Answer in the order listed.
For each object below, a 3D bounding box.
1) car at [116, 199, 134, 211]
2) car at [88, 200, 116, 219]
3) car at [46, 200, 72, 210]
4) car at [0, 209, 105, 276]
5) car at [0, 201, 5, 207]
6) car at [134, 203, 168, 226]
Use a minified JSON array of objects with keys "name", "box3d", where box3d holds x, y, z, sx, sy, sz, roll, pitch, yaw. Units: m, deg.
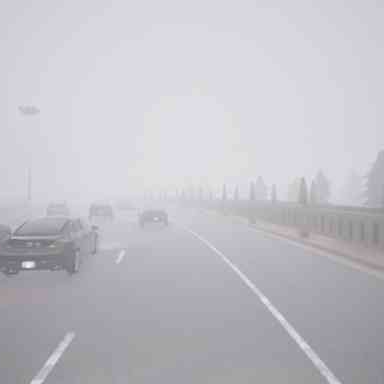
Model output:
[{"name":"car","box3d":[-8.235,1.525,40.099,1.994,1.385,4.181,0,0,-22]},{"name":"car","box3d":[-7.851,1.458,28.603,1.882,1.535,5.008,0,0,-16]},{"name":"car","box3d":[-11.867,1.486,29.804,2.128,1.511,4.902,0,0,-17]},{"name":"car","box3d":[-4.177,1.503,10.429,1.837,1.490,4.892,0,0,-6]},{"name":"car","box3d":[-22.350,1.587,37.481,1.994,1.385,4.181,0,0,-23]},{"name":"car","box3d":[-2.772,1.495,23.025,1.812,1.442,4.674,0,0,-13]}]
